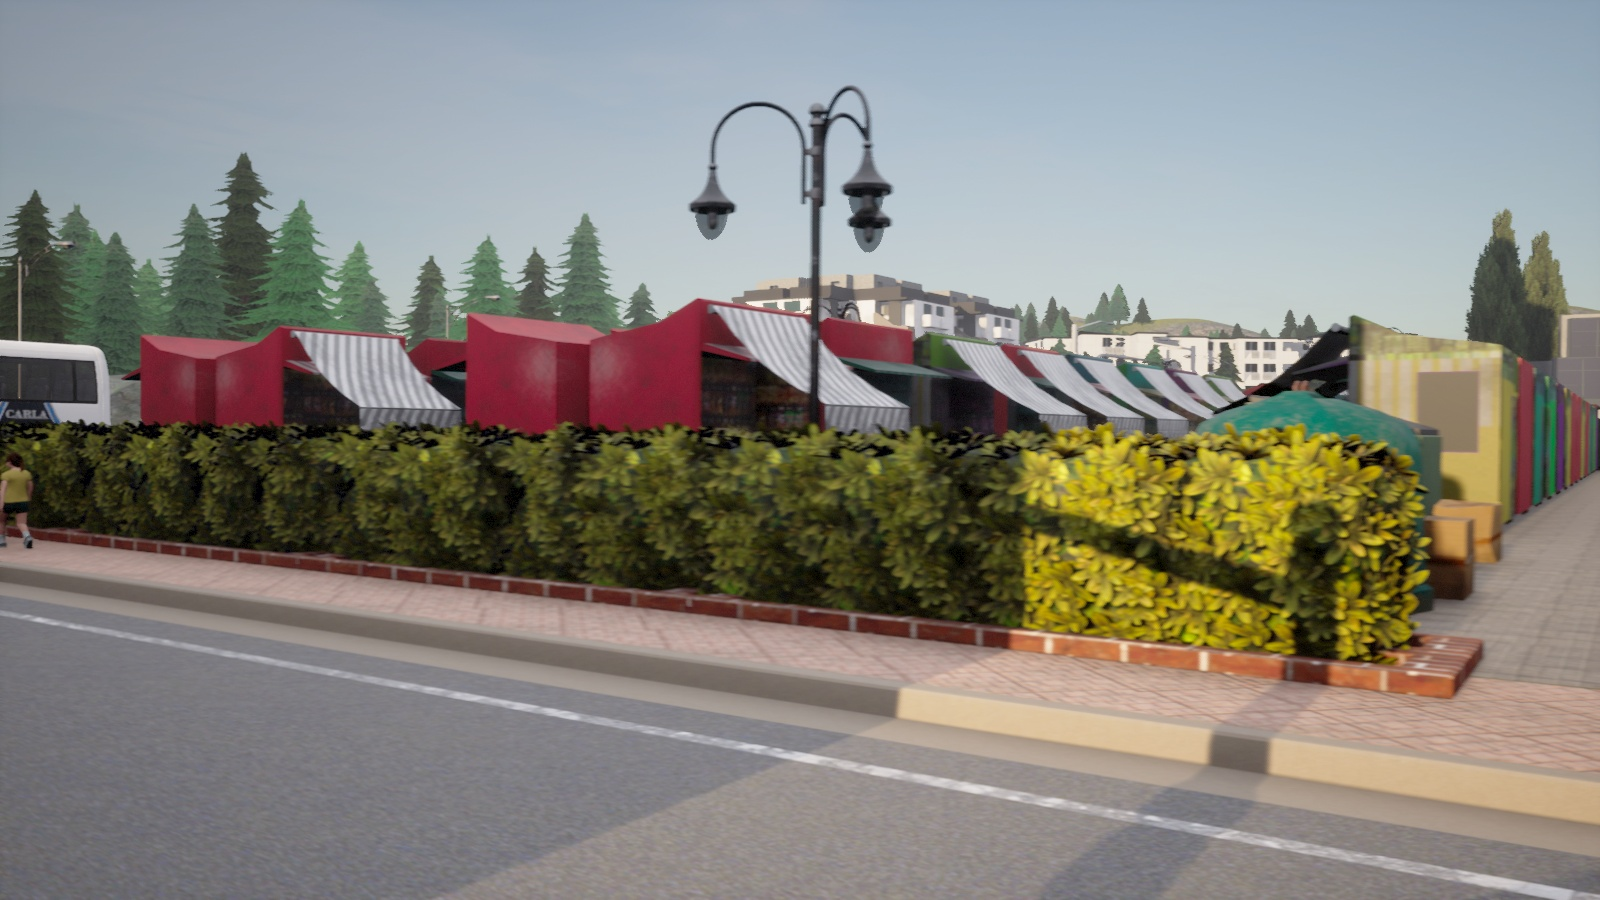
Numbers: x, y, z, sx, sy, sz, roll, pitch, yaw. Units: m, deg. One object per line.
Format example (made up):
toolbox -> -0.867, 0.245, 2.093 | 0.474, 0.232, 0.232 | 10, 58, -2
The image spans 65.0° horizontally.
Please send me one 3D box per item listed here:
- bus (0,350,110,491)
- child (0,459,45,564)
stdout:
bus -> -26.867, -0.858, 37.480 | 3.944, 4.253, 10.273 | 0, 1, 34
child -> -8.398, 0.656, 13.555 | 0.394, 1.110, 0.255 | 0, 1, 33
